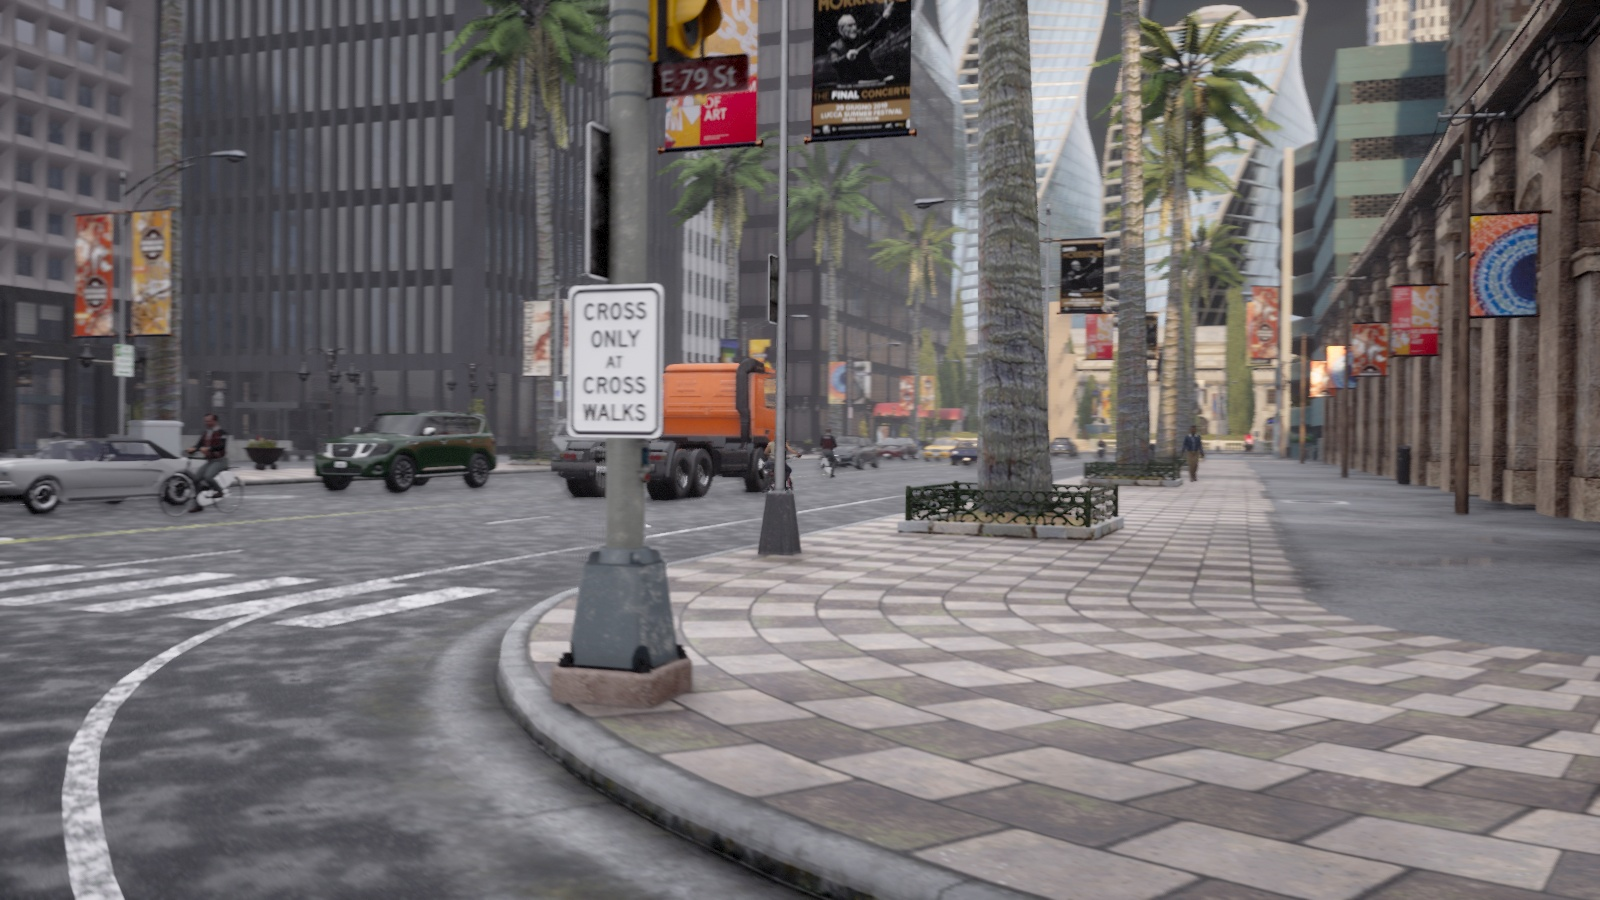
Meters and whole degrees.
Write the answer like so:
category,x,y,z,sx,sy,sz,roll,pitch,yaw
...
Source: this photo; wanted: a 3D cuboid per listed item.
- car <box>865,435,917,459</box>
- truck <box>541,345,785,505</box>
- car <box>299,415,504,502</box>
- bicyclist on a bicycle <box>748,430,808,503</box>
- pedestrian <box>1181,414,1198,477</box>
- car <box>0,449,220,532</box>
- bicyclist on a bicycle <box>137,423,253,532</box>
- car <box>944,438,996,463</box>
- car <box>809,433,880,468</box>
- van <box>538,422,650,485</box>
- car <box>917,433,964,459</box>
category,x,y,z,sx,sy,sz,roll,pitch,yaw
car,5.785,-0.214,79.256,2.163,1.488,4.792,0,1,19
truck,-3.103,-0.582,31.361,2.891,3.462,7.936,0,1,19
car,-10.128,0.160,32.476,2.150,2.045,5.566,0,1,19
bicyclist on a bicycle,-0.475,0.351,28.268,0.866,1.612,1.509,0,1,19
pedestrian,12.039,-0.145,38.849,0.423,1.949,0.788,0,1,12
car,-13.309,0.671,23.249,1.895,1.301,4.718,0,1,20
bicyclist on a bicycle,-10.265,0.439,21.396,0.659,1.776,1.843,0,0,19
car,9.115,-0.001,67.150,1.895,1.301,4.718,0,1,19
car,2.080,0.013,57.147,2.007,1.525,4.514,0,1,19
van,-6.809,0.056,42.009,1.775,1.987,4.442,0,1,19
car,8.616,-0.267,76.689,1.801,1.575,5.366,0,1,19
